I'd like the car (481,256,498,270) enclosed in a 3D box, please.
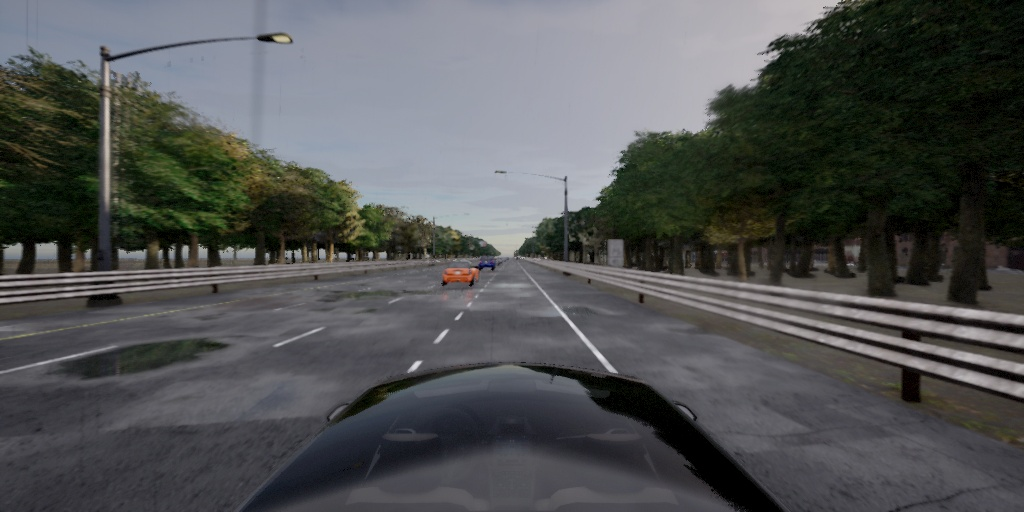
[{"bbox_3d":[-3.517,0.996,51.504,2.150,2.045,5.566,0,0,0],"label":"car"}]

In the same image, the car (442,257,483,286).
[{"bbox_3d":[-3.510,1.109,25.312,2.097,1.767,4.553,0,0,0],"label":"car"}]
